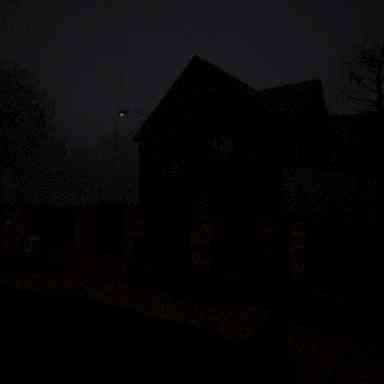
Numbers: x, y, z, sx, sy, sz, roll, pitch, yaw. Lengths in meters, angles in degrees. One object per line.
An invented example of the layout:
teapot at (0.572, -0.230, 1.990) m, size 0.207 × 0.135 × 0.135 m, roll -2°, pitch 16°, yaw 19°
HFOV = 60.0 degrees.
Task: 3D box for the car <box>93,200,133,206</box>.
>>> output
car at (-7.761, 1.705, 35.363) m, size 1.895 × 1.301 × 4.718 m, roll 0°, pitch 0°, yaw 35°

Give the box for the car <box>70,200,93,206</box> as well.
car at (-11.073, 1.598, 36.310) m, size 2.128 × 1.511 × 4.902 m, roll 0°, pitch 0°, yaw 35°
